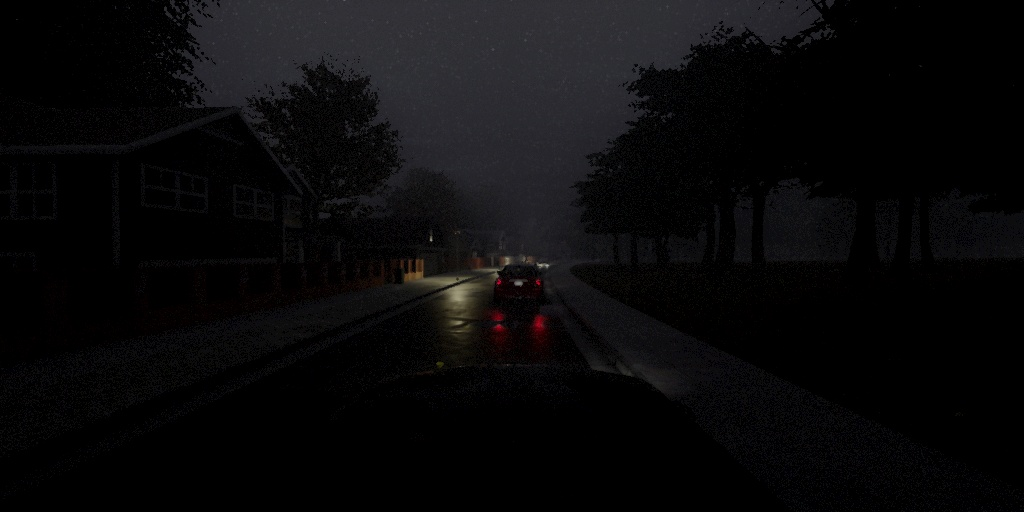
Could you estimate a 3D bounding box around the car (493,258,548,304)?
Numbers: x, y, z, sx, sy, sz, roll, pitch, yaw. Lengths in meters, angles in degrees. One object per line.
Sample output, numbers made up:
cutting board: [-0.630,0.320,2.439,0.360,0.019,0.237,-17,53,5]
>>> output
car: [0.362,1.112,16.393,2.097,1.767,4.553,0,0,3]

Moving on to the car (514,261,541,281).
car: [1.453,1.231,31.317,2.128,1.511,4.902,0,0,6]
